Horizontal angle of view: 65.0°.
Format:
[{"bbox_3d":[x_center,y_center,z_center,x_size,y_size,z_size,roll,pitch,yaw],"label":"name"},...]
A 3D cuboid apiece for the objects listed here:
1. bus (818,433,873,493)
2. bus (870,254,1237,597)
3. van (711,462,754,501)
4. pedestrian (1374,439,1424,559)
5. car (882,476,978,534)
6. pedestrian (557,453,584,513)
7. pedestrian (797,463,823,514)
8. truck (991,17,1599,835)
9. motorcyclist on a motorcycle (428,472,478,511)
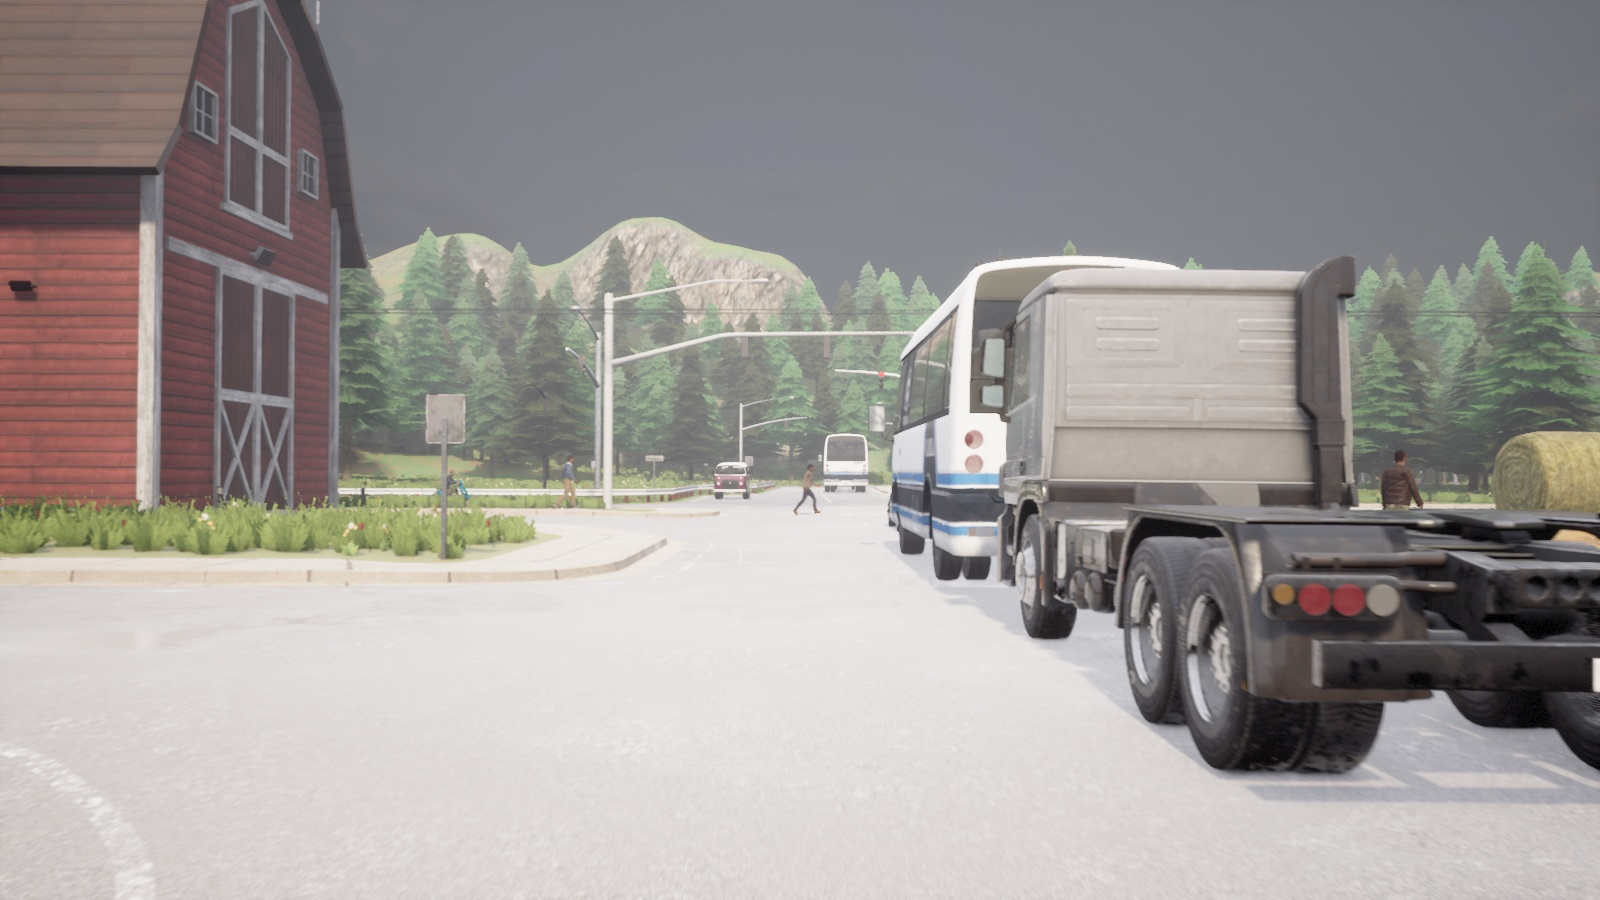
[{"bbox_3d":[3.417,1.026,95.746,3.944,4.253,10.273,0,-1,1],"label":"bus"},{"bbox_3d":[3.433,-0.228,20.759,3.944,4.253,10.273,0,-1,0],"label":"bus"},{"bbox_3d":[-3.692,1.707,68.987,2.069,2.038,4.480,0,-1,0],"label":"van"},{"bbox_3d":[9.409,0.763,19.718,0.703,1.840,0.431,1,-1,-38],"label":"pedestrian"},{"bbox_3d":[3.404,1.411,33.825,2.033,1.411,5.357,0,-1,0],"label":"car"},{"bbox_3d":[-7.565,1.078,41.375,0.788,1.949,0.423,0,-1,-21],"label":"pedestrian"},{"bbox_3d":[0.345,1.356,44.277,0.869,1.805,0.328,0,-1,-3],"label":"pedestrian"},{"bbox_3d":[3.472,-0.043,9.291,2.891,3.462,7.936,0,-1,0],"label":"truck"},{"bbox_3d":[-14.310,1.718,51.747,1.817,1.590,0.866,0,-1,1],"label":"motorcyclist on a motorcycle"}]
